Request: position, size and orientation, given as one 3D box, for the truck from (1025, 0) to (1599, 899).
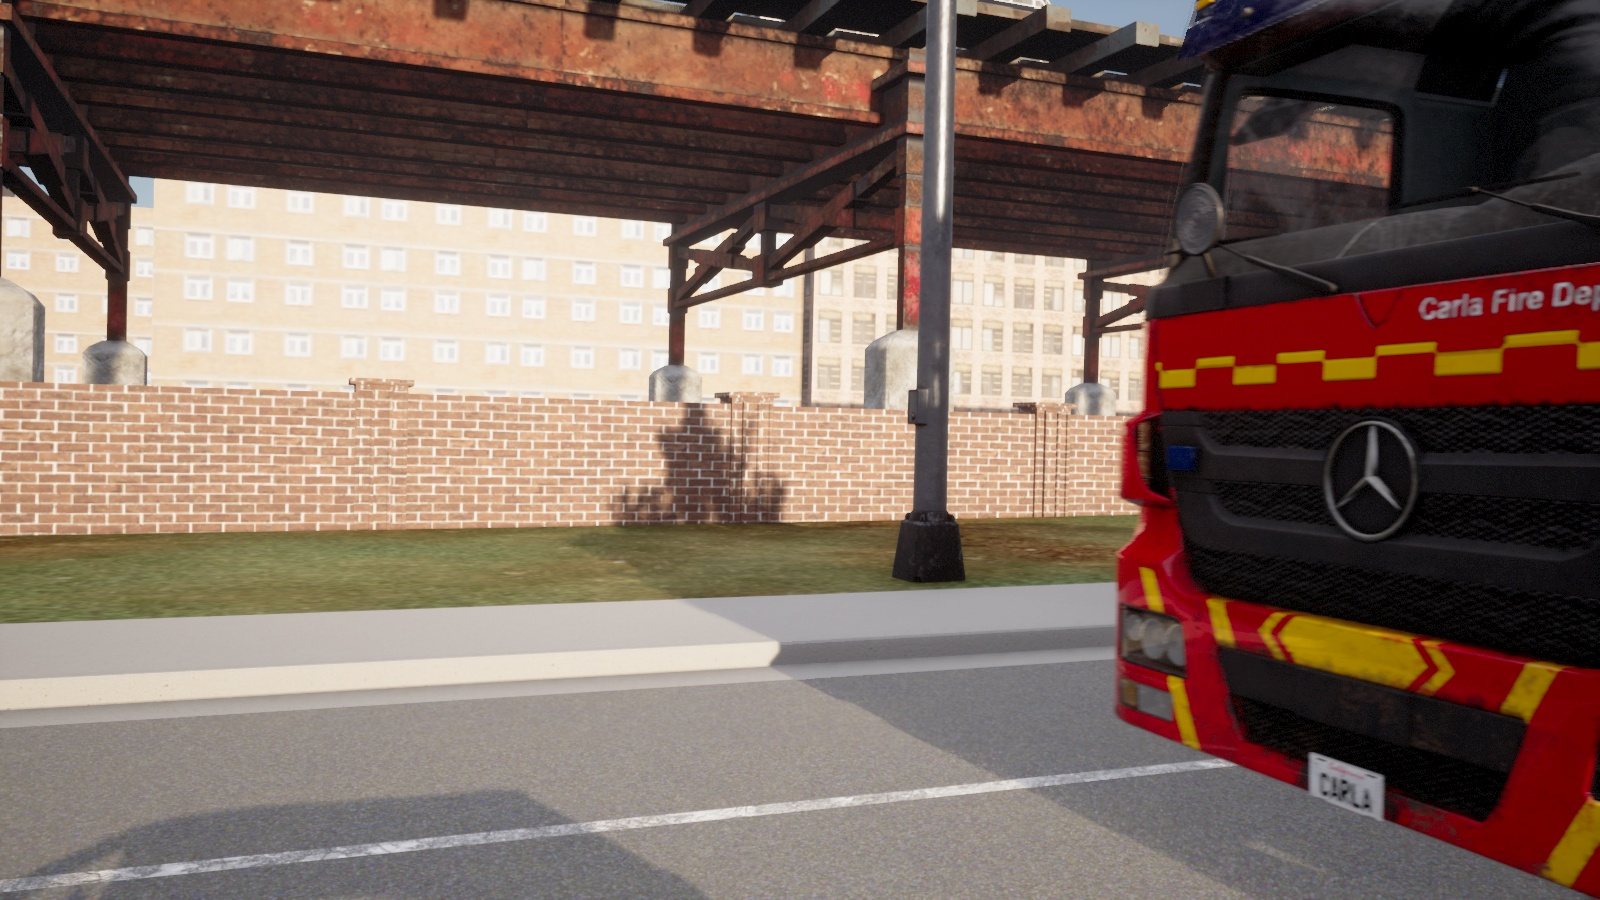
[{"bbox_3d":[5.401,-0.508,5.275,8.468,3.827,2.891,-1,1,-21],"label":"truck"}]
